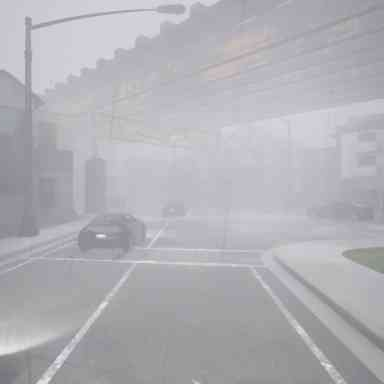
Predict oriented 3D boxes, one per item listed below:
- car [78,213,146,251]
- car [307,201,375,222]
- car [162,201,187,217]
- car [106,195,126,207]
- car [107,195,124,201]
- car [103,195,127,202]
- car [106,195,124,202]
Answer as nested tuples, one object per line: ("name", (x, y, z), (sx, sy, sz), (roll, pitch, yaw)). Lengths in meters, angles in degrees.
("car", (-3.222, 1.564, 14.086), (1.994, 1.385, 4.181), (0, 0, 2))
("car", (11.641, 1.478, 26.362), (1.882, 1.535, 5.008), (0, 0, -45))
("car", (-1.589, 1.564, 31.444), (1.994, 1.385, 4.181), (0, 0, 5))
("car", (-12.011, 1.352, 50.286), (2.097, 1.767, 4.553), (0, 0, -45))
("car", (-17.513, 1.295, 76.153), (1.853, 1.218, 4.536), (0, 0, 15))
("car", (-16.848, 1.453, 72.434), (4.974, 1.542, 2.038), (0, 0, -15))
("car", (-17.526, 1.453, 76.103), (2.038, 1.542, 4.974), (0, 0, 15))
